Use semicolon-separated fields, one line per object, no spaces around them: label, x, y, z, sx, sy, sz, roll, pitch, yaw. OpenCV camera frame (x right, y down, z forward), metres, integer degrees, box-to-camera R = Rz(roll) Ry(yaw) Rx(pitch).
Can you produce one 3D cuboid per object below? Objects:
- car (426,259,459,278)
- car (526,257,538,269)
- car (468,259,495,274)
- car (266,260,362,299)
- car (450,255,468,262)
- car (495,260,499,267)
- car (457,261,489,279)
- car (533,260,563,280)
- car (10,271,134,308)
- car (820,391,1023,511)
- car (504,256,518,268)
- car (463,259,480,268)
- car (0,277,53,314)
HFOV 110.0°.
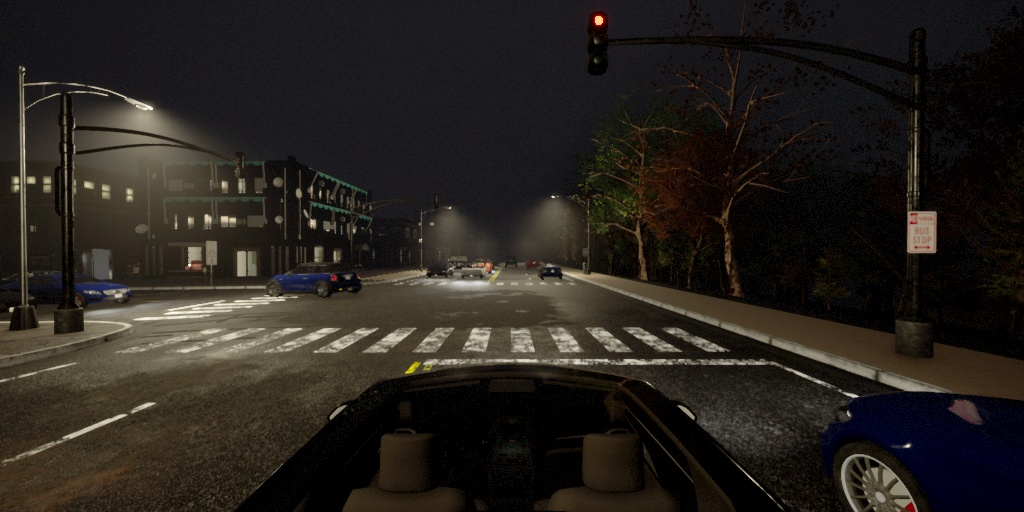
car;-6.656;1.287;34.008;2.033;1.411;5.357;0;0;0
car;3.241;1.082;55.441;2.097;1.767;4.553;0;0;0
car;-3.419;1.088;41.261;2.097;1.767;4.553;0;0;0
car;-10.023;1.130;18.093;4.553;1.767;2.097;-1;0;18
car;-6.671;0.954;44.372;2.150;2.045;5.566;0;0;0
car;-3.432;1.223;51.292;2.128;1.511;4.902;0;0;0
car;-3.405;1.341;32.289;1.895;1.301;4.718;0;0;0
car;3.290;1.288;31.641;2.033;1.411;5.357;0;0;0
car;-19.358;1.490;15.561;4.674;1.442;1.812;-1;1;1
car;3.358;1.276;0.895;1.812;1.442;4.674;0;0;1
car;-0.127;0.948;62.936;2.150;2.045;5.566;0;0;0
car;-6.679;1.219;59.600;2.128;1.511;4.902;0;0;0
car;-19.969;1.565;12.862;4.313;1.339;1.948;0;0;0
